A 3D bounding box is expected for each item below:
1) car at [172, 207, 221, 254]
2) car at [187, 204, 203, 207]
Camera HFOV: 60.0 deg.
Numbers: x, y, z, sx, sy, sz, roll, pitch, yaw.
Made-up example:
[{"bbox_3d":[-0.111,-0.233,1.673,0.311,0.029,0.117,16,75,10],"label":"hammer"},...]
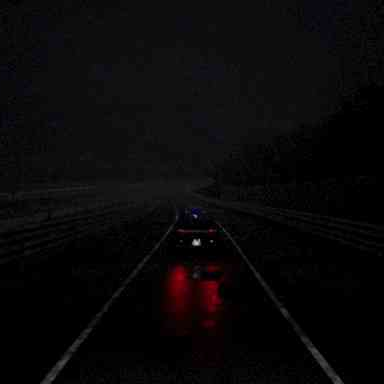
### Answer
[{"bbox_3d":[0.215,1.622,14.189,2.128,1.511,4.902,0,0,1],"label":"car"},{"bbox_3d":[0.283,1.787,29.350,1.812,1.442,4.674,0,0,-1],"label":"car"}]
